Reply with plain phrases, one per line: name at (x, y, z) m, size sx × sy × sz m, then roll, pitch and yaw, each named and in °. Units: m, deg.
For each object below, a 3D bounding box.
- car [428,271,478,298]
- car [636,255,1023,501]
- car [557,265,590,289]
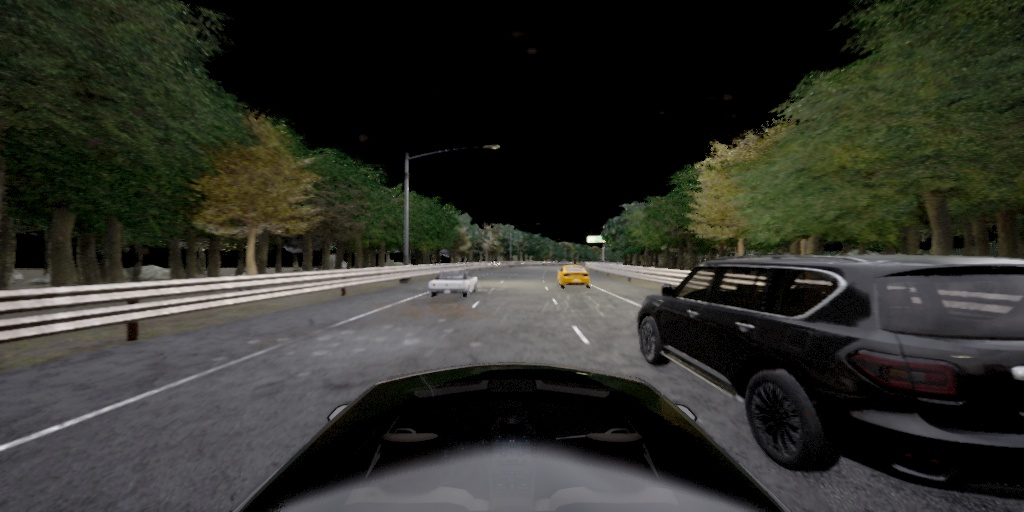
car at (-3.045, 1.459, 19.527) m, size 1.895 × 1.301 × 4.718 m, roll 0°, pitch 0°, yaw 2°
car at (3.610, 1.014, 5.007) m, size 2.150 × 2.045 × 5.566 m, roll 0°, pitch 0°, yaw 0°
car at (4.258, 1.402, 25.373) m, size 1.882 × 1.535 × 5.008 m, roll 0°, pitch 0°, yaw 3°
